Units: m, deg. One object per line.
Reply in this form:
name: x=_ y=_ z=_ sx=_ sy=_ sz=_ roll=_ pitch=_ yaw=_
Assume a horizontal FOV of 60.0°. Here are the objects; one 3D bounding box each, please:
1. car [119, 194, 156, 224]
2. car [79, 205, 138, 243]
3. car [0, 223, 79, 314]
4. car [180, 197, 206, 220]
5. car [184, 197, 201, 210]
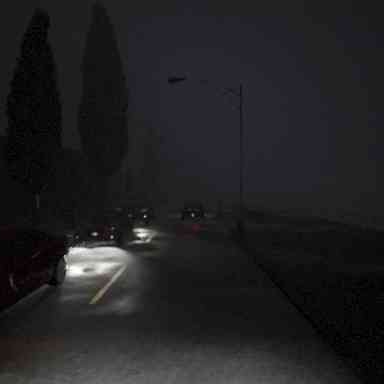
car: x=-4.018 y=1.186 z=24.755 sx=2.150 sy=2.045 sz=5.566 roll=0 pitch=0 yaw=0
car: x=-3.998 y=1.541 z=15.663 sx=1.994 sy=1.385 sz=4.181 roll=0 pitch=0 yaw=0
car: x=-4.095 y=1.468 z=6.573 sx=1.882 sy=1.535 sz=5.008 roll=0 pitch=0 yaw=0
car: x=0.081 y=1.467 z=27.473 sx=1.837 sy=1.490 sz=4.892 roll=0 pitch=0 yaw=0
car: x=0.088 y=1.431 z=43.242 sx=2.128 sy=1.511 sz=4.902 roll=0 pitch=0 yaw=0
